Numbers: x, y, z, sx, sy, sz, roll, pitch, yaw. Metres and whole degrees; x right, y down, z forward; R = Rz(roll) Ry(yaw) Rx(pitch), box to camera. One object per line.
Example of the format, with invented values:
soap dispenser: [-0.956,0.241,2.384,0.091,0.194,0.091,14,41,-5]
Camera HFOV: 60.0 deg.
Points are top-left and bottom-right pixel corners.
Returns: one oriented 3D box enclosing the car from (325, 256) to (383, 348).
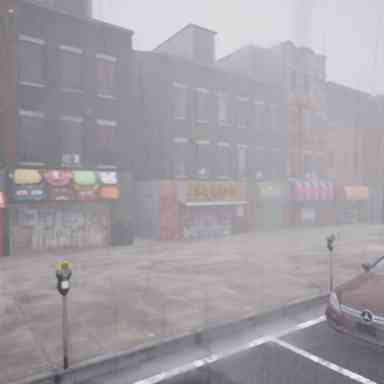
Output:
car: [4.053,1.635,5.717,4.206,1.307,1.802,1,-1,-36]
